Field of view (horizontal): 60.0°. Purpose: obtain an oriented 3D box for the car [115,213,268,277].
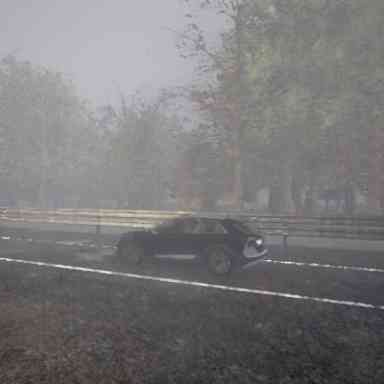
[{"bbox_3d":[-0.115,1.486,10.393,4.856,1.649,2.033,0,0,26],"label":"car"}]
